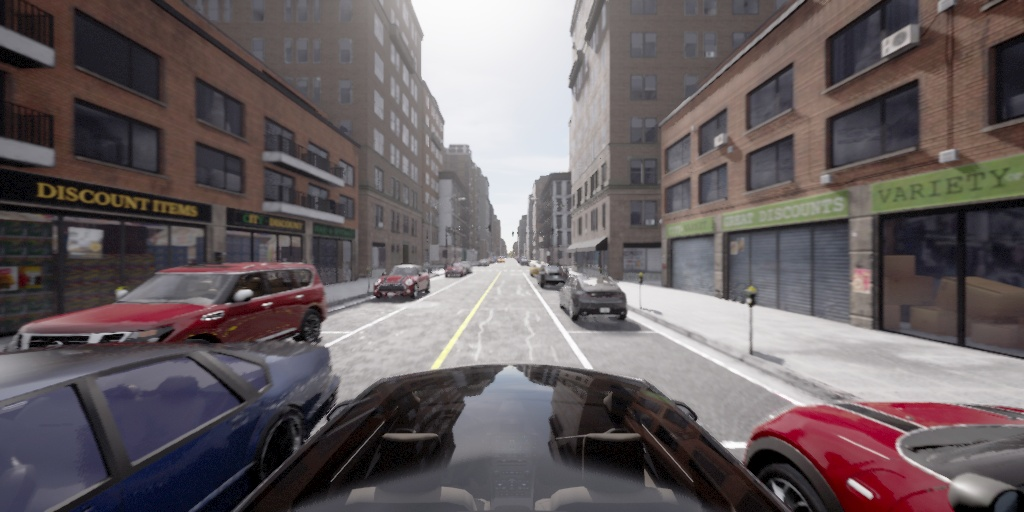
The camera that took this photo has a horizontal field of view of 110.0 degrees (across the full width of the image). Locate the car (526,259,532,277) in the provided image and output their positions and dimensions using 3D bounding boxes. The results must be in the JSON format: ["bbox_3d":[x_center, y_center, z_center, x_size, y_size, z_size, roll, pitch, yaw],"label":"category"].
[{"bbox_3d":[2.604,1.273,35.234,1.751,1.417,4.829,0,0,0],"label":"car"}]

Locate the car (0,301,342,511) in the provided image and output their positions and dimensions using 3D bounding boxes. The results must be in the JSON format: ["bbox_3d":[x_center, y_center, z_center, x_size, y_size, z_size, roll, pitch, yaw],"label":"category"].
[{"bbox_3d":[-2.846,1.297,1.739,2.033,1.411,5.357,0,0,0],"label":"car"}]

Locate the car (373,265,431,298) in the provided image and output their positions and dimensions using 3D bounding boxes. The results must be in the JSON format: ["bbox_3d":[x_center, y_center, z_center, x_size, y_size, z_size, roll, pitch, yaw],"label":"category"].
[{"bbox_3d":[-5.404,1.189,18.009,1.967,1.591,4.097,0,0,0],"label":"car"}]

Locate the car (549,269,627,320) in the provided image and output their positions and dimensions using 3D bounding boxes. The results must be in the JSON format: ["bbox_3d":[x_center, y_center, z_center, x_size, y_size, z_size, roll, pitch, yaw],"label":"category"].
[{"bbox_3d":[2.627,1.300,12.339,2.007,1.370,4.403,0,0,0],"label":"car"}]

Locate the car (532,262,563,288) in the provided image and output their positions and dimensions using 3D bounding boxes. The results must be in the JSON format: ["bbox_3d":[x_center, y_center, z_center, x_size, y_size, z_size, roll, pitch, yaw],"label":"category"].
[{"bbox_3d":[2.616,1.315,23.701,1.948,1.339,4.313,0,0,0],"label":"car"}]

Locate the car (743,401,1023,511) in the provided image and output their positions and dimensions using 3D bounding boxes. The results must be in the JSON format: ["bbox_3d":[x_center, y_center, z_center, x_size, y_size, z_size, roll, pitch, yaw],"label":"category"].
[{"bbox_3d":[2.639,1.190,0.976,1.967,1.591,4.097,0,0,0],"label":"car"}]

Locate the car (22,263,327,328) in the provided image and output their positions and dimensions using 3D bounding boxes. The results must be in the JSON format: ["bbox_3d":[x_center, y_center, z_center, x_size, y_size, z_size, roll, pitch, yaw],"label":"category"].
[{"bbox_3d":[-5.392,1.064,6.645,2.192,1.841,5.009,0,0,0],"label":"car"}]

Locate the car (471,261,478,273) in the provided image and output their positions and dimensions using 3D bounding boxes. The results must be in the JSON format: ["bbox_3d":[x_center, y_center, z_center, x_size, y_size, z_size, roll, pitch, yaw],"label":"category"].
[{"bbox_3d":[-5.427,1.296,40.736,2.007,1.370,4.403,0,0,0],"label":"car"}]

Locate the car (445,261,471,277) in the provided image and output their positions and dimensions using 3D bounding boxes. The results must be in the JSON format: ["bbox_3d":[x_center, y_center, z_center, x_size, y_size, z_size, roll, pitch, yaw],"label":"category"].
[{"bbox_3d":[-5.421,1.329,35.054,1.802,1.307,4.207,0,0,0],"label":"car"}]
